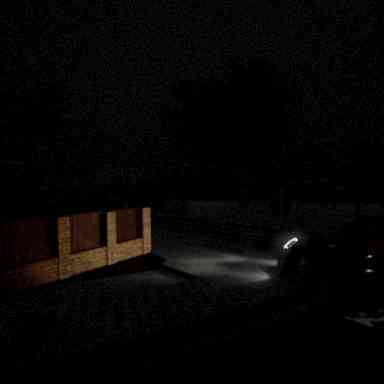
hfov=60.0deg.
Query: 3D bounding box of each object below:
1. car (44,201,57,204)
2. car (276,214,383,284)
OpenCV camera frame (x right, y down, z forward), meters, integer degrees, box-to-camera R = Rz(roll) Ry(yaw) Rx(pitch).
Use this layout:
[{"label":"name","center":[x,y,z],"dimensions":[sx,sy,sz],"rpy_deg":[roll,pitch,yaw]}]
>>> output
[{"label":"car","center":[-19.758,2.088,46.783],"dimensions":[1.882,1.535,5.008],"rpy_deg":[1,-2,-42]},{"label":"car","center":[4.404,1.310,7.928],"dimensions":[4.553,1.767,2.097],"rpy_deg":[0,-4,25]}]
